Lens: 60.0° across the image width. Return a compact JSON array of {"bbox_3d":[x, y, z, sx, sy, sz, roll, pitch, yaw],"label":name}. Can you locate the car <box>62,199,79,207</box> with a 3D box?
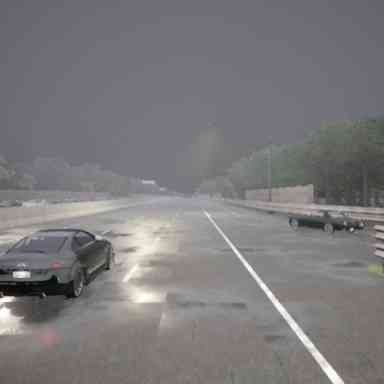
[{"bbox_3d":[-24.512,2.191,67.221,1.994,1.385,4.181,0,-1,0],"label":"car"}]

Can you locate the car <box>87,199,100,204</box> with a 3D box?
[{"bbox_3d":[-24.569,2.390,82.976,1.895,1.301,4.718,0,-1,0],"label":"car"}]

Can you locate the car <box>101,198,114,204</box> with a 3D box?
[{"bbox_3d":[-21.069,2.335,83.057,2.033,1.411,5.357,0,-1,0],"label":"car"}]

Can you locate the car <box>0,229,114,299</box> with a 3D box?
[{"bbox_3d":[-3.399,1.637,8.655,1.994,1.385,4.181,0,0,0],"label":"car"}]

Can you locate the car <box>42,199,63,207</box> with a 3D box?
[{"bbox_3d":[-28.011,2.161,66.952,2.128,1.511,4.902,0,-1,0],"label":"car"}]

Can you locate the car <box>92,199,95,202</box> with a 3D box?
[{"bbox_3d":[-21.012,2.180,67.328,2.033,1.411,5.357,0,-1,0],"label":"car"}]

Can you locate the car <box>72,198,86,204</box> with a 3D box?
[{"bbox_3d":[-28.068,2.328,82.734,1.994,1.385,4.181,0,-1,0],"label":"car"}]

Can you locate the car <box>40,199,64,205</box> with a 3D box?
[{"bbox_3d":[-21.058,2.087,51.500,1.895,1.301,4.718,0,-1,0],"label":"car"}]

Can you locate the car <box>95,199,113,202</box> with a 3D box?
[{"bbox_3d":[-17.513,2.141,67.391,1.837,1.490,4.892,0,-1,0],"label":"car"}]

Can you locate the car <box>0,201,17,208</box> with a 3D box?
[{"bbox_3d":[-28.053,2.046,51.151,1.994,1.385,4.181,0,-1,0],"label":"car"}]

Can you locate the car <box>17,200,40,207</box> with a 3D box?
[{"bbox_3d":[-24.557,2.011,51.401,1.812,1.442,4.674,0,-1,0],"label":"car"}]

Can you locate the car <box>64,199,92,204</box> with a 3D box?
[{"bbox_3d":[-17.564,2.087,51.567,1.895,1.301,4.718,0,-1,0],"label":"car"}]

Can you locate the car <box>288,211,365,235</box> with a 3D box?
[{"bbox_3d":[8.164,1.822,20.772,1.895,1.301,4.718,1,-1,-23],"label":"car"}]

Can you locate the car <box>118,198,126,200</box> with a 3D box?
[{"bbox_3d":[-17.569,2.296,83.105,1.837,1.490,4.892,0,-1,0],"label":"car"}]
